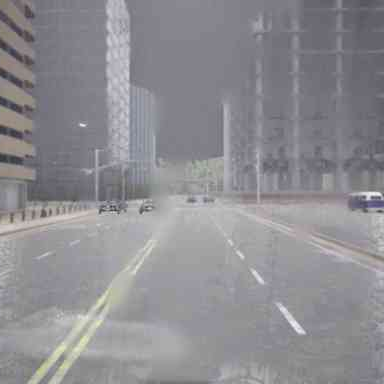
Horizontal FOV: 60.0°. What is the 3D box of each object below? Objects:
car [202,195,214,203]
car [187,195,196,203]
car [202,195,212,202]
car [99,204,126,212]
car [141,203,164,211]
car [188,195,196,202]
[{"bbox_3d":[3.448,1.509,67.874,1.882,1.535,5.008,0,0,0],"label":"car"},{"bbox_3d":[-0.078,1.635,68.082,1.895,1.301,4.718,0,0,0],"label":"car"},{"bbox_3d":[3.411,1.482,78.174,2.033,1.411,5.357,0,0,0],"label":"car"},{"bbox_3d":[-7.033,1.271,29.929,1.895,1.301,4.718,0,0,0],"label":"car"},{"bbox_3d":[-3.533,1.226,29.963,1.994,1.385,4.181,0,0,0],"label":"car"},{"bbox_3d":[-0.089,1.445,78.170,1.837,1.490,4.892,0,0,0],"label":"car"}]
